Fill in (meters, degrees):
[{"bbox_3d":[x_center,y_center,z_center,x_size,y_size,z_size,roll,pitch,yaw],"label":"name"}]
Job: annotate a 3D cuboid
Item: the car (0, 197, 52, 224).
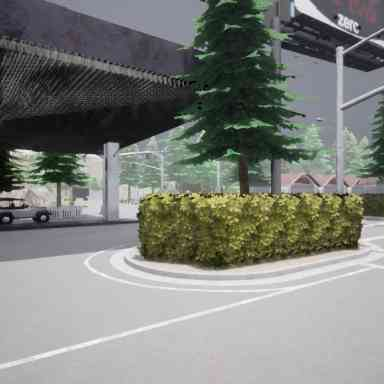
[{"bbox_3d":[-12.050,1.313,23.427,3.866,1.878,1.905,0,0,-36],"label":"car"}]
